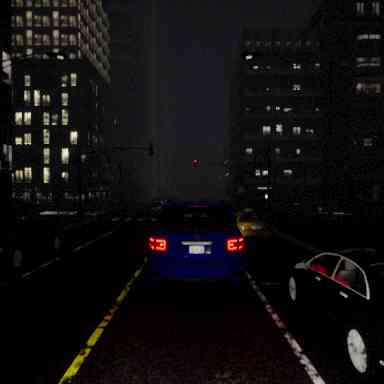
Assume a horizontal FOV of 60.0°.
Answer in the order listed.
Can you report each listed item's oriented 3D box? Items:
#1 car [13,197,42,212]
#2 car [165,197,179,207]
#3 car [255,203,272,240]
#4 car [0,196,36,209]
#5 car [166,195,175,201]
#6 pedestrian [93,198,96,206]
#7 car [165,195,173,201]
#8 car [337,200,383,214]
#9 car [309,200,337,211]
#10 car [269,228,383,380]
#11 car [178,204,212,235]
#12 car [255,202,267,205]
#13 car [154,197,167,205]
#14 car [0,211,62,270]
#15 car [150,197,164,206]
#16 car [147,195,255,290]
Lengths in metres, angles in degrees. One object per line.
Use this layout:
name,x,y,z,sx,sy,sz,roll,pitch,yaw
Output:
car,-17.826,1.432,34.390,4.181,1.385,1.994,0,1,1
car,-3.107,1.537,52.656,1.994,1.385,4.181,0,0,0
car,2.801,1.516,16.748,1.752,1.417,4.829,-1,0,0
car,-21.673,1.263,40.202,4.829,1.417,1.752,0,0,1
car,-5.727,1.504,88.458,1.887,1.381,4.507,-1,0,0
pedestrian,-12.561,1.287,43.052,0.500,1.100,0.500,0,0,1
car,-5.725,1.544,82.803,1.802,1.307,4.206,-1,0,0
car,19.002,1.691,37.084,4.181,1.385,1.994,1,1,1
car,16.302,1.611,39.715,4.403,1.369,2.008,0,1,1
car,2.805,1.548,5.289,2.008,1.369,4.403,-1,0,0
car,0.092,1.515,19.712,1.812,1.442,4.674,0,0,-2
car,5.764,1.552,37.269,5.357,1.411,2.033,1,1,1
car,-5.719,1.536,60.185,1.947,1.339,4.313,-1,0,0
car,-5.836,1.538,10.989,1.887,1.381,4.507,-1,0,0
car,-5.718,1.498,54.361,1.752,1.417,4.829,-1,0,0
car,0.094,1.216,9.201,2.150,2.045,5.566,0,0,0
